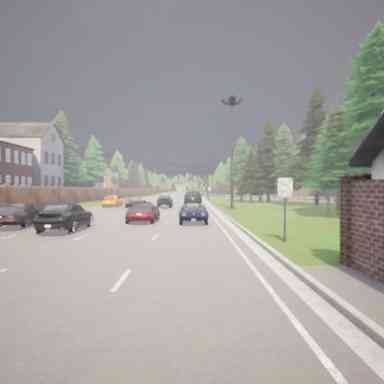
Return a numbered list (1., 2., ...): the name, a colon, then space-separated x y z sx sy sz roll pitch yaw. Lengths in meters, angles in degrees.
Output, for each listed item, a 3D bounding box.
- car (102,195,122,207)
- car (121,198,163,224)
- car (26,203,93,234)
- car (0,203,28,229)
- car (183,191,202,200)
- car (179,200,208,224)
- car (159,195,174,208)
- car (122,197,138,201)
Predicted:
1. car: -10.385 1.165 43.825 1.882 1.535 5.008 0 0 0
2. car: -3.392 1.397 23.397 1.994 1.385 4.181 0 0 0
3. car: -6.894 1.374 18.315 1.837 1.490 4.892 0 0 0
4. car: -10.393 1.401 20.503 2.033 1.411 5.357 0 0 0
5. car: 0.113 0.924 41.651 2.150 2.045 5.566 0 0 0
6. car: 0.109 1.436 23.073 1.895 1.301 4.718 0 0 0
7. car: -3.385 1.204 42.200 1.837 1.490 4.892 0 0 0
8. car: -6.885 1.309 40.886 1.895 1.301 4.718 0 0 0
